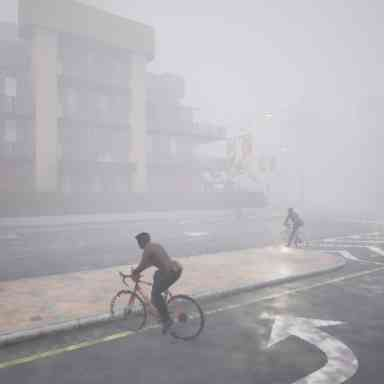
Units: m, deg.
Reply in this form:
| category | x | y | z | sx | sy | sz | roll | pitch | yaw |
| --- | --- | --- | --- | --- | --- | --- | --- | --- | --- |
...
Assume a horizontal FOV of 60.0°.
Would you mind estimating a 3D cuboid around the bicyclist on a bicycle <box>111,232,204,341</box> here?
| category | x | y | z | sx | sy | sz | roll | pitch | yaw |
| --- | --- | --- | --- | --- | --- | --- | --- | --- | --- |
| bicyclist on a bicycle | -0.595 | 1.455 | 5.185 | 1.656 | 1.620 | 0.582 | -2 | -1 | 22 |

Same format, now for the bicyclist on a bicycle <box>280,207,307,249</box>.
| category | x | y | z | sx | sy | sz | roll | pitch | yaw |
| --- | --- | --- | --- | --- | --- | --- | --- | --- | --- |
| bicyclist on a bicycle | 3.943 | 1.430 | 13.015 | 0.582 | 1.620 | 1.656 | 3 | -3 | -21 |

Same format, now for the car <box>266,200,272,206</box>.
| category | x | y | z | sx | sy | sz | roll | pitch | yaw |
| --- | --- | --- | --- | --- | --- | --- | --- | --- | --- |
| car | 10.840 | 1.492 | 54.016 | 2.128 | 1.511 | 4.902 | 0 | 0 | -34 |
